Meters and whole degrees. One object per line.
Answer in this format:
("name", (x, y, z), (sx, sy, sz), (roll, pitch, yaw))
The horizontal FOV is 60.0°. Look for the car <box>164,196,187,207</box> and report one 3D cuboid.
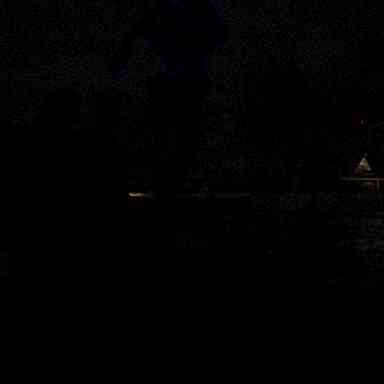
("car", (-1.850, 1.158, 36.436), (1.882, 1.535, 5.008), (-1, 0, -36))
